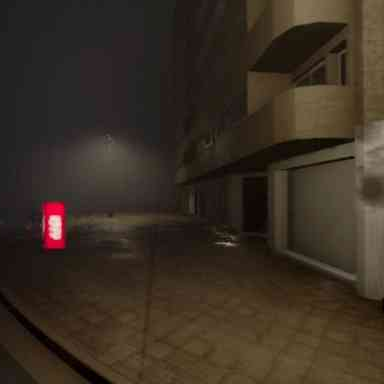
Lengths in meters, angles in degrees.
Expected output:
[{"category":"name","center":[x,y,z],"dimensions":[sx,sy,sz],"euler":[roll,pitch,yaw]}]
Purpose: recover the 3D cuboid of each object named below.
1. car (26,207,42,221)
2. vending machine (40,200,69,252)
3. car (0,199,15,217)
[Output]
[{"category":"car","center":[-14.423,2.071,32.556],"dimensions":[1.895,1.301,4.718],"euler":[0,-1,-8]},{"category":"vending machine","center":[-5.829,1.399,14.104],"dimensions":[1.100,2.100,0.880],"euler":[0,-1,-25]},{"category":"car","center":[-22.332,1.776,38.253],"dimensions":[2.150,2.045,5.566],"euler":[0,-1,-7]}]
